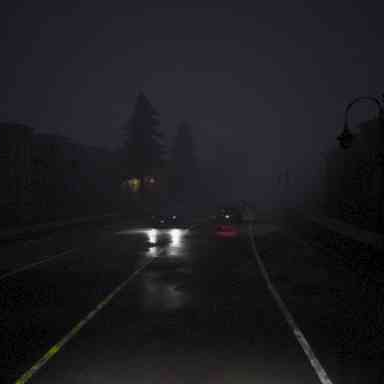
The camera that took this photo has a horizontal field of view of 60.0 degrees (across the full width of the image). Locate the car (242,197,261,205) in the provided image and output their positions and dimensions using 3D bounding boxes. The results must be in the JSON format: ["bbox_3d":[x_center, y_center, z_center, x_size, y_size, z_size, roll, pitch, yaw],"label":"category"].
[{"bbox_3d":[11.062,1.650,61.326,2.033,1.411,5.357,0,0,25],"label":"car"}]

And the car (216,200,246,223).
[{"bbox_3d":[3.009,1.542,26.221,1.837,1.490,4.892,0,-1,11],"label":"car"}]

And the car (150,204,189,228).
[{"bbox_3d":[-1.414,1.549,22.769,1.812,1.442,4.674,0,0,10],"label":"car"}]

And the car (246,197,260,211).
[{"bbox_3d":[7.404,1.670,42.564,1.895,1.301,4.718,0,0,18],"label":"car"}]
